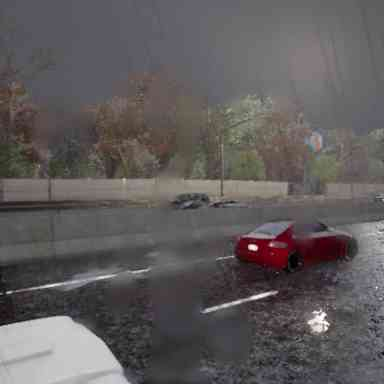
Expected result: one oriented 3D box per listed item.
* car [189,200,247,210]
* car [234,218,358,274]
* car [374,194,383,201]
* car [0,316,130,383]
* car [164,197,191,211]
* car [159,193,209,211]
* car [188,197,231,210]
[{"bbox_3d":[2.439,1.491,22.927,4.718,1.301,1.895,-1,0,-35],"label":"car"},{"bbox_3d":[3.332,1.501,10.422,4.181,1.385,1.994,-1,0,-35],"label":"car"},{"bbox_3d":[33.752,1.076,58.041,4.892,1.490,1.837,-1,1,-35],"label":"car"},{"bbox_3d":[-2.662,1.610,1.847,4.718,1.301,1.895,-1,0,-36],"label":"car"},{"bbox_3d":[0.061,1.439,29.825,4.181,1.385,1.994,0,0,-35],"label":"car"},{"bbox_3d":[-0.579,1.085,33.669,5.566,2.045,2.150,0,0,-35],"label":"car"},{"bbox_3d":[2.441,1.377,27.226,4.892,1.490,1.837,0,0,-35],"label":"car"}]
